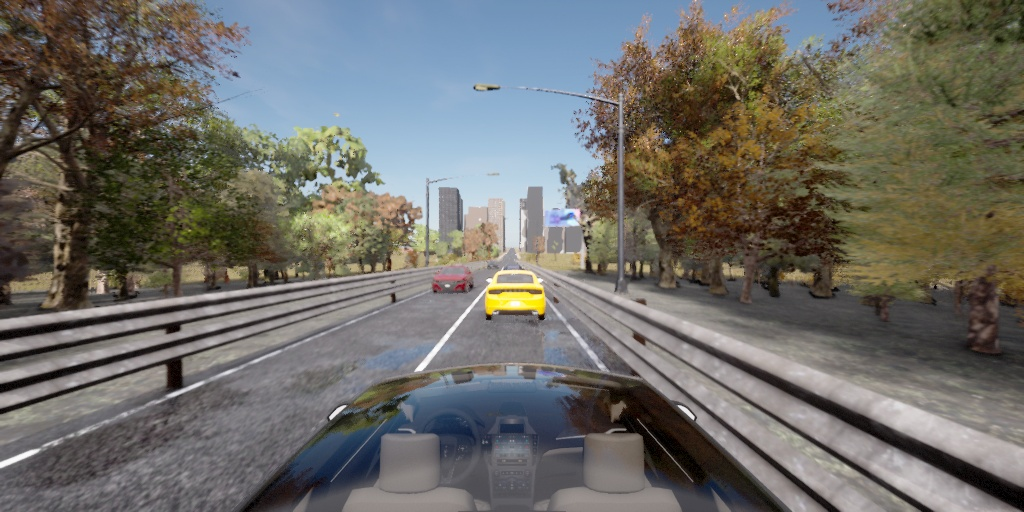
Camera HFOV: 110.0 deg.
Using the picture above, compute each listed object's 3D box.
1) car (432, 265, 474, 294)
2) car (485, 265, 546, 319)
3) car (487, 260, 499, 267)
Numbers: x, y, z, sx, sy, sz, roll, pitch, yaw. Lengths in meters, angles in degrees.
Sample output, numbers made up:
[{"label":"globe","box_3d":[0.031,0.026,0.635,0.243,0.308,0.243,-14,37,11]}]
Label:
[{"label":"car","box_3d":[-3.345,1.286,21.093,1.882,1.535,5.008,0,0,0]},{"label":"car","box_3d":[0.101,1.247,12.924,1.882,1.535,5.008,0,0,0]},{"label":"car","box_3d":[-3.305,1.529,62.315,1.837,1.490,4.892,0,0,1]}]
